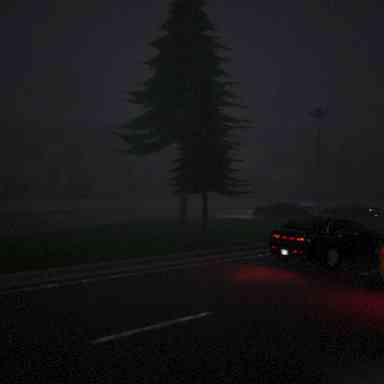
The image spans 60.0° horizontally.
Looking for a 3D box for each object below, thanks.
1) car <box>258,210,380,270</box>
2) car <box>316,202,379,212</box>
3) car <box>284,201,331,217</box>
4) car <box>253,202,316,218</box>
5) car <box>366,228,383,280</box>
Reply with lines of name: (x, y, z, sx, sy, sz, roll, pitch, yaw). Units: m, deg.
car: (4.702, 1.551, 11.278, 4.892, 1.490, 1.837, 1, 0, -36)
car: (13.171, 1.622, 28.009, 2.128, 1.511, 4.902, 1, 0, -29)
car: (11.857, 1.694, 34.224, 4.181, 1.385, 1.994, 0, 0, 39)
car: (7.681, 1.570, 28.861, 5.008, 1.535, 1.882, 0, -1, 41)
car: (6.662, 1.535, 8.337, 5.008, 1.535, 1.882, 0, 0, -35)
